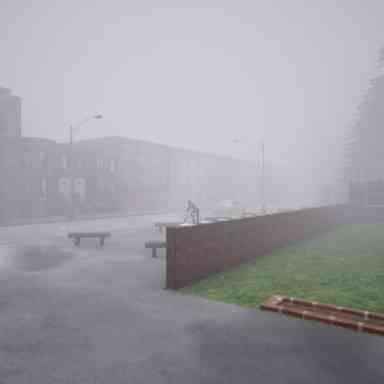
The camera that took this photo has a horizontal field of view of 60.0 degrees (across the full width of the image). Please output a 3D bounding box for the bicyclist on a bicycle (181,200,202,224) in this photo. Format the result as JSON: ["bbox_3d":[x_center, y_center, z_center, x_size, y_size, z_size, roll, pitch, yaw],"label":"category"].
[{"bbox_3d":[-0.031,1.340,20.852,1.656,1.620,0.582,0,0,35],"label":"bicyclist on a bicycle"}]

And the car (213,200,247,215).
[{"bbox_3d":[3.811,1.526,33.492,1.812,1.442,4.674,0,0,35],"label":"car"}]
